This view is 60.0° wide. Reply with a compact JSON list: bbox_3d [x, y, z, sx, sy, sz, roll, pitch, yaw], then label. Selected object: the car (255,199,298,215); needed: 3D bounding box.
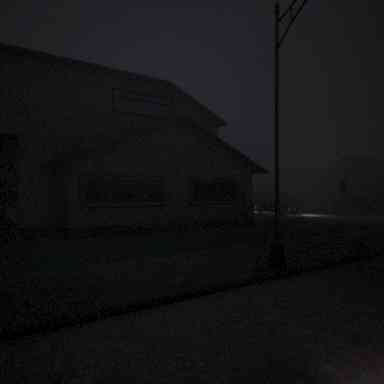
[{"bbox_3d":[8.763,1.505,34.814,1.837,1.490,4.892,0,0,-35],"label":"car"}]
